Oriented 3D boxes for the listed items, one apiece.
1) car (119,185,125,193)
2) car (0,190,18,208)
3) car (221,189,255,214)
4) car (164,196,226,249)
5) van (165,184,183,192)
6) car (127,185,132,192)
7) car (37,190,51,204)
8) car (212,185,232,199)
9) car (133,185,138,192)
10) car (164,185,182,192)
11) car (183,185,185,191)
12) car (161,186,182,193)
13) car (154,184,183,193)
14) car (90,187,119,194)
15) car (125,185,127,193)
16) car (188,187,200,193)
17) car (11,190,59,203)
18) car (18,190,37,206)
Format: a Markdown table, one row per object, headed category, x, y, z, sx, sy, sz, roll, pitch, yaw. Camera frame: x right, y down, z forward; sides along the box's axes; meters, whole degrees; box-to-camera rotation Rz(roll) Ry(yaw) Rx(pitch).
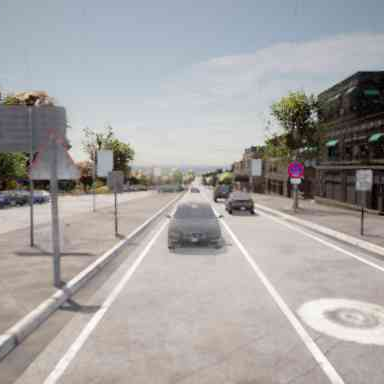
| category | x | y | z | sx | sy | sz | roll | pitch | yaw |
| --- | --- | --- | --- | --- | --- | --- | --- | --- | --- |
| car | -17.991 | -0.424 | 73.010 | 5.008 | 1.535 | 2.097 | 0 | 1 | 1 |
| car | -18.443 | 0.775 | 29.278 | 4.674 | 1.452 | 2.002 | 0 | 2 | 1 |
| car | 3.519 | 0.810 | 25.107 | 1.837 | 1.490 | 4.892 | 0 | 1 | 1 |
| car | 0.101 | 1.159 | 12.796 | 1.837 | 1.490 | 4.892 | 0 | 2 | 1 |
| van | -4.655 | -0.975 | 86.875 | 4.442 | 1.987 | 1.878 | 0 | 1 | 1 |
| car | -17.871 | -0.720 | 81.361 | 4.553 | 1.767 | 2.185 | 0 | 1 | 1 |
| car | -18.383 | 0.557 | 35.823 | 5.008 | 1.535 | 2.097 | 0 | 2 | 1 |
| car | 3.668 | 0.113 | 40.289 | 2.150 | 2.045 | 5.566 | 0 | 2 | 1 |
| car | -17.822 | -0.703 | 89.715 | 4.674 | 1.452 | 2.002 | 0 | 1 | 1 |
| car | -4.765 | -0.825 | 84.074 | 4.553 | 1.767 | 2.185 | 0 | 1 | 1 |
| car | -4.936 | -0.727 | 72.863 | 5.566 | 2.045 | 2.435 | 0 | 1 | 1 |
| car | -4.856 | -0.593 | 78.471 | 4.892 | 1.521 | 2.231 | 0 | 1 | 1 |
| car | -4.930 | -0.410 | 70.069 | 4.892 | 1.521 | 2.231 | 0 | 1 | 1 |
| car | -18.039 | -0.294 | 67.444 | 5.008 | 1.535 | 2.097 | 0 | 1 | 1 |
| car | -17.959 | -0.444 | 75.797 | 4.674 | 1.452 | 2.002 | 0 | 1 | 1 |
| car | 0.707 | -0.445 | 74.626 | 1.994 | 1.385 | 4.181 | 0 | 1 | 1 |
| car | -18.342 | 0.512 | 38.971 | 4.674 | 1.452 | 2.002 | 0 | 2 | 1 |
| car | -18.406 | 0.647 | 32.551 | 4.892 | 1.521 | 2.231 | 0 | 2 | 1 |
